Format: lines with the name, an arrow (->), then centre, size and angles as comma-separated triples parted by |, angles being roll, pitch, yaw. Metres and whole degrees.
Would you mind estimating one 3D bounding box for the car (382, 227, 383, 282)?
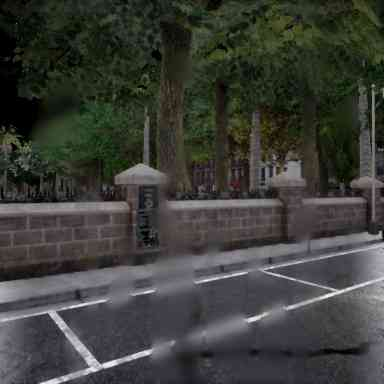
car -> 6.409, 1.562, 7.945 | 4.181, 1.385, 1.994 | 0, 0, -35
